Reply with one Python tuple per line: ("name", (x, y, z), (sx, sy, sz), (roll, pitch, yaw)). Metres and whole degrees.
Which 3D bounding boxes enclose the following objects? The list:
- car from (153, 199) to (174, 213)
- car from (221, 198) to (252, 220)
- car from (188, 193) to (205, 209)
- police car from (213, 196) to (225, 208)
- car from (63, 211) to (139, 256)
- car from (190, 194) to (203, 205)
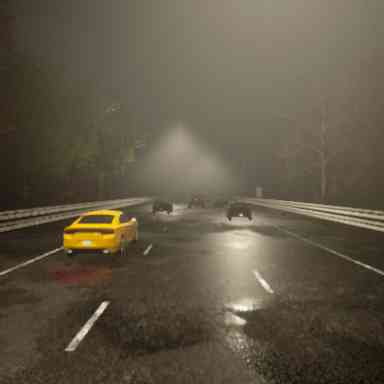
("car", (-3.080, 1.468, 35.973), (2.128, 1.511, 4.902), (0, 0, 1))
("car", (3.786, 1.489, 27.754), (1.837, 1.490, 4.892), (0, 0, 1))
("car", (0.613, 1.188, 46.120), (2.150, 2.045, 5.566), (0, 0, 1))
("police car", (4.073, 1.392, 46.779), (1.930, 1.638, 5.238), (0, 0, 2))
("car", (-3.349, 1.470, 13.097), (1.882, 1.535, 5.008), (0, 0, 0))
("car", (0.830, 1.303, 58.911), (2.097, 1.767, 4.553), (0, 0, 2))
